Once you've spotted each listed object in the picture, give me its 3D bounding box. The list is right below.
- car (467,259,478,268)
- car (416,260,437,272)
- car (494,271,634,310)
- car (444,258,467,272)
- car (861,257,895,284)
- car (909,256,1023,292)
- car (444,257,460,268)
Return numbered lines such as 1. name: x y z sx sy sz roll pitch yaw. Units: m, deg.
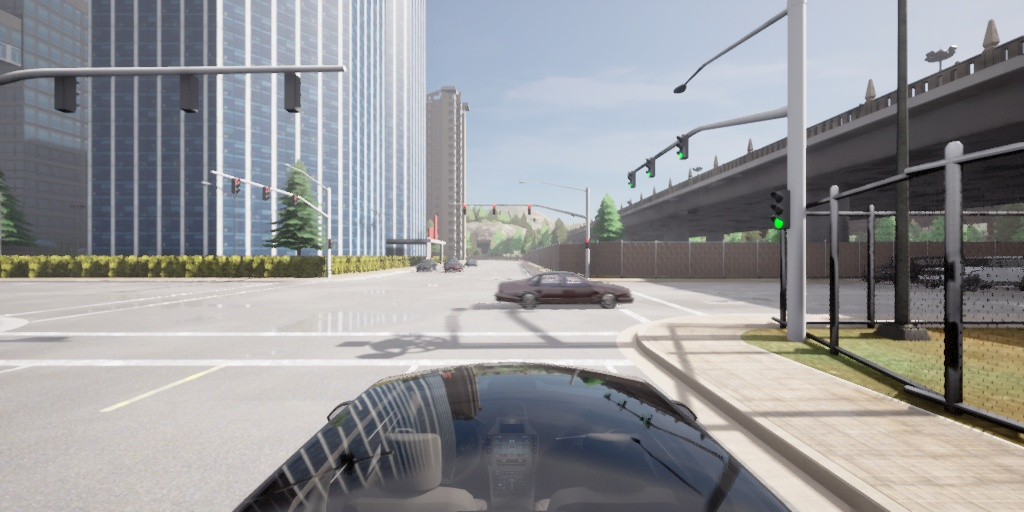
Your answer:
1. car: -7.059 1.248 62.377 1.812 1.442 4.674 0 0 0
2. car: -10.590 1.236 44.727 1.837 1.490 4.892 0 0 0
3. car: 1.960 1.322 14.299 5.357 1.411 2.033 0 0 0
4. car: -7.091 1.295 44.148 1.994 1.385 4.181 0 0 0
5. car: 27.760 1.016 24.957 5.566 2.045 2.150 0 0 0
6. car: 27.867 1.017 21.448 5.566 2.045 2.150 0 0 0
7. car: -10.552 1.074 63.117 2.097 1.767 4.553 0 0 0
